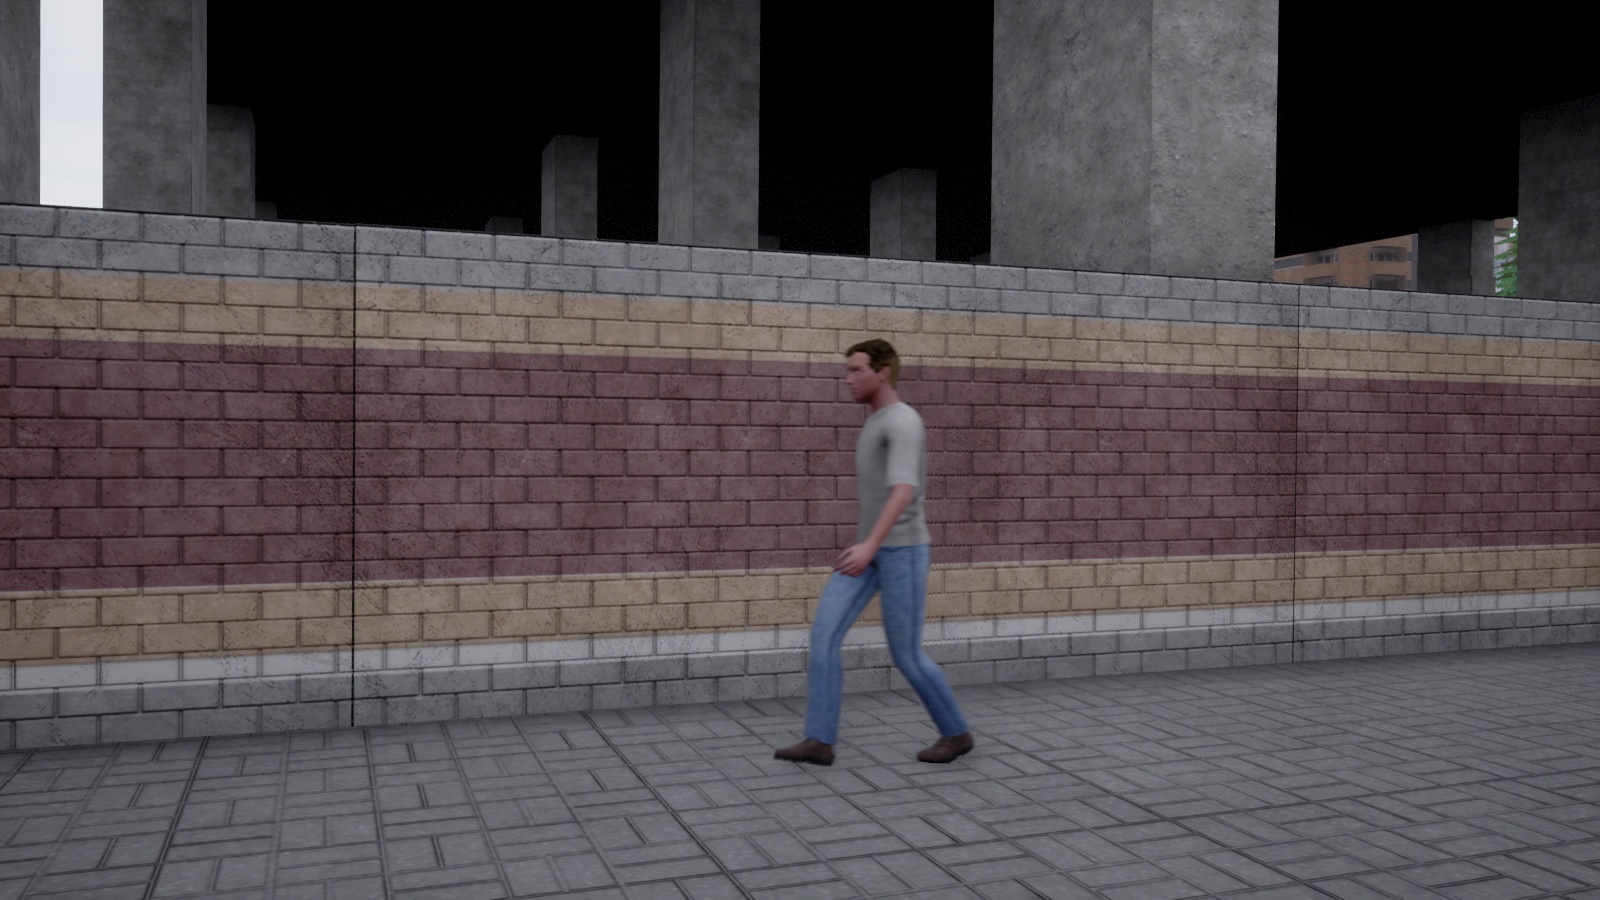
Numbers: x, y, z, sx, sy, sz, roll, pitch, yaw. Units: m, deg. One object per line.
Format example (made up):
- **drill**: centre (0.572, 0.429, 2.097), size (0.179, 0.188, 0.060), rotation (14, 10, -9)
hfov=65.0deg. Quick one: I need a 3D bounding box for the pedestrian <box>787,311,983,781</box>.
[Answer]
- **pedestrian**: centre (0.347, 0.371, 5.185), size (0.706, 1.836, 0.354), rotation (-1, 1, -19)
